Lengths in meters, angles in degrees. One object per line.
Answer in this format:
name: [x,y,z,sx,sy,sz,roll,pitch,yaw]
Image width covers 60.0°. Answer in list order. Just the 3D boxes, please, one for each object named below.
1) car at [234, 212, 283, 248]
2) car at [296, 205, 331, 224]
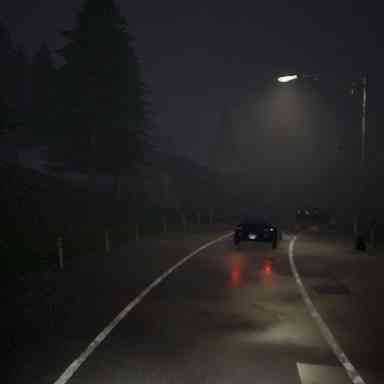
car: [3.220,1.692,15.752,1.812,1.442,4.674,1,-1,19]
car: [11.558,1.982,31.399,2.097,1.767,4.553,3,0,37]
